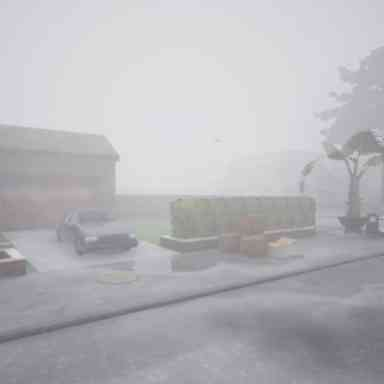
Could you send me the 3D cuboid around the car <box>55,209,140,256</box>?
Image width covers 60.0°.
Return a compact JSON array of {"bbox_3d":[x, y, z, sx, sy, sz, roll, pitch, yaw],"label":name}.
[{"bbox_3d":[-3.848,1.360,12.651,2.033,1.415,5.357,0,0,-33],"label":"car"}]
